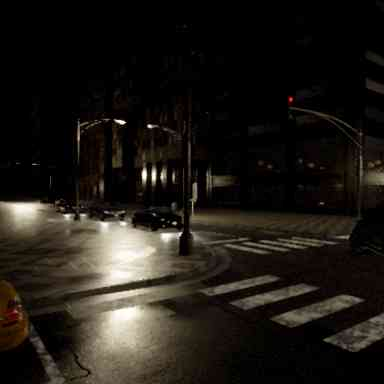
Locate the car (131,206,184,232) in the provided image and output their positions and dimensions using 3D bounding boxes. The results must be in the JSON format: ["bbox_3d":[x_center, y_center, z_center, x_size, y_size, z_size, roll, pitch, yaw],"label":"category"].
[{"bbox_3d":[-2.137,1.595,20.644,1.994,1.385,4.181,1,0,-35],"label":"car"}]

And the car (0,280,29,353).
[{"bbox_3d":[-4.436,1.511,3.481,4.829,1.417,1.752,1,0,-36],"label":"car"}]

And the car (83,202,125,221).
[{"bbox_3d":[-7.175,1.530,27.601,1.812,1.442,4.674,1,0,-35],"label":"car"}]

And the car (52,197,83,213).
[{"bbox_3d":[-13.245,1.477,36.013,1.837,1.490,4.892,1,0,-36],"label":"car"}]

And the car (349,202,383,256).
[{"bbox_3d":[6.921,1.309,10.608,2.150,2.045,5.566,2,0,12],"label":"car"}]

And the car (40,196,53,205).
[{"bbox_3d":[-24.911,1.445,57.583,1.837,1.490,4.892,1,0,-36],"label":"car"}]
